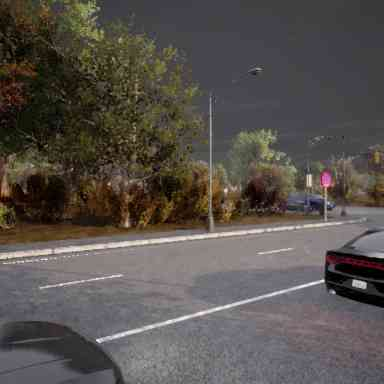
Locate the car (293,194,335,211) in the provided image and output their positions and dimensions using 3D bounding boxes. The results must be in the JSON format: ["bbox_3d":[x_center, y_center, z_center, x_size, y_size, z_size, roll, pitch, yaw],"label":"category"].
[{"bbox_3d":[14.638,1.221,40.637,2.150,2.045,5.566,0,0,-31],"label":"car"}]

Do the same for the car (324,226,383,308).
[{"bbox_3d":[4.965,1.478,7.315,5.008,1.535,1.882,0,0,-36],"label":"car"}]

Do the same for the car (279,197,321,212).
[{"bbox_3d":[12.038,1.564,38.165,1.994,1.385,4.181,0,0,-32],"label":"car"}]

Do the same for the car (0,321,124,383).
[{"bbox_3d":[-2.749,1.505,1.776,4.892,1.490,1.837,0,0,-36],"label":"car"}]

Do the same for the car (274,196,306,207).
[{"bbox_3d":[15.438,1.496,52.728,1.837,1.490,4.892,0,0,-32],"label":"car"}]
